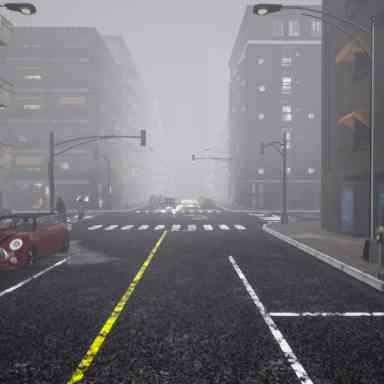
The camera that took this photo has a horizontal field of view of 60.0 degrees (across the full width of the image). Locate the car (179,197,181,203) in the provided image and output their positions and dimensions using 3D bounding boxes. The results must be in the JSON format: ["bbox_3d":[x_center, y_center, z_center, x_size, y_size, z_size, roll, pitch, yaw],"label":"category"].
[{"bbox_3d":[-3.145,1.583,55.945,1.895,1.301,4.718,0,0,0],"label":"car"}]

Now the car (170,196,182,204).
[{"bbox_3d":[-3.139,1.525,66.596,2.033,1.411,5.357,0,0,1],"label":"car"}]

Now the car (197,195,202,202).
[{"bbox_3d":[2.266,1.534,52.682,2.008,1.369,4.403,-1,0,0],"label":"car"}]

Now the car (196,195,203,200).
[{"bbox_3d":[2.053,1.546,91.456,1.802,1.307,4.206,-1,0,0],"label":"car"}]

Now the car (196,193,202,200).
[{"bbox_3d":[2.144,1.518,74.839,1.887,1.381,4.507,-1,0,0],"label":"car"}]

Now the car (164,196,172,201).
[{"bbox_3d":[-5.766,1.552,80.383,1.802,1.307,4.206,-1,0,0],"label":"car"}]

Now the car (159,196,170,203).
[{"bbox_3d":[-5.706,1.558,69.310,1.802,1.307,4.206,-1,0,0],"label":"car"}]

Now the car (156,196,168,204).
[{"bbox_3d":[-5.675,1.504,63.602,1.752,1.417,4.829,-1,0,0],"label":"car"}]

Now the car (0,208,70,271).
[{"bbox_3d":[-5.515,1.437,10.720,1.967,1.590,4.097,-1,0,0],"label":"car"}]

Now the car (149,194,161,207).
[{"bbox_3d":[-5.618,1.298,52.698,2.192,1.841,5.009,-1,0,0],"label":"car"}]

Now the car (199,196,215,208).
[{"bbox_3d":[2.297,1.568,47.143,1.802,1.307,4.206,-1,0,0],"label":"car"}]

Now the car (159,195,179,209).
[{"bbox_3d":[-3.093,1.491,45.845,1.837,1.490,4.892,0,0,0],"label":"car"}]

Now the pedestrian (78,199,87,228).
[{"bbox_3d":[-6.772,1.288,20.377,0.375,1.860,0.375,-1,1,0],"label":"pedestrian"}]

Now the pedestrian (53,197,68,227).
[{"bbox_3d":[-7.569,1.136,19.173,0.375,1.860,0.375,-1,1,0],"label":"pedestrian"}]
